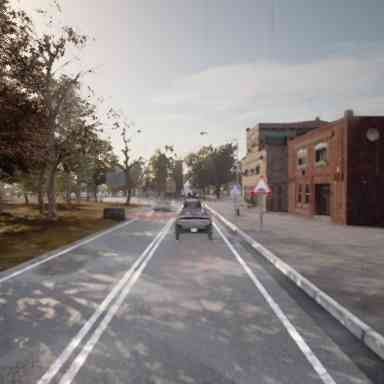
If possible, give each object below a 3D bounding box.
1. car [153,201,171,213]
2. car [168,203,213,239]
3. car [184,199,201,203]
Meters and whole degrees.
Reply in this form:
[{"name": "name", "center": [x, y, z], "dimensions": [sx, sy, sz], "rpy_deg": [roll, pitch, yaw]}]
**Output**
[{"name": "car", "center": [-3.411, 1.737, 39.269], "dimensions": [2.033, 1.411, 5.357], "rpy_deg": [0, 0, 0]}, {"name": "car", "center": [0.085, 1.552, 17.767], "dimensions": [2.128, 1.511, 4.902], "rpy_deg": [0, 0, 0]}, {"name": "car", "center": [0.037, 1.525, 36.041], "dimensions": [1.882, 1.535, 5.008], "rpy_deg": [0, -5, 0]}]
